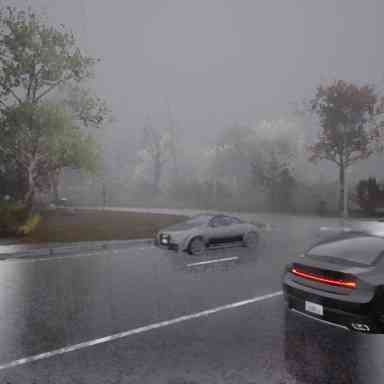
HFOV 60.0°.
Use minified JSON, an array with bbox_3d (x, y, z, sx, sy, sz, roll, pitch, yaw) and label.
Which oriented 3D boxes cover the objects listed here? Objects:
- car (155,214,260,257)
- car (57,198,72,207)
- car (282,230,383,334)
[{"bbox_3d":[0.661,1.564,13.021,4.181,1.385,1.994,0,0,-35],"label":"car"},{"bbox_3d":[-22.305,1.738,55.959,5.008,1.535,1.882,-1,-1,34],"label":"car"},{"bbox_3d":[3.812,1.505,6.438,4.892,1.490,1.837,0,0,-36],"label":"car"}]
